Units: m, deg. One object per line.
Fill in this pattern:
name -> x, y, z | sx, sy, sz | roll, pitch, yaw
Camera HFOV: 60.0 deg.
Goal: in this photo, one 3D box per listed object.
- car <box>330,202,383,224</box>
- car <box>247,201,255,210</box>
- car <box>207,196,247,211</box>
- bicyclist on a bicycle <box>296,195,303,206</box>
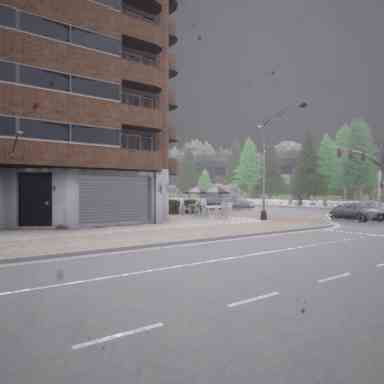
car -> 12.370, 1.522, 24.821 | 1.994, 1.385, 4.181 | 0, 1, -21
car -> 5.717, 1.436, 41.604 | 2.128, 1.511, 4.902 | 0, 0, -37
car -> 3.646, 1.296, 38.547 | 2.097, 1.767, 4.553 | 0, 0, -37
bicyclist on a bicycle -> 15.323, 1.245, 47.313 | 1.656, 1.620, 0.582 | 0, 0, -36
